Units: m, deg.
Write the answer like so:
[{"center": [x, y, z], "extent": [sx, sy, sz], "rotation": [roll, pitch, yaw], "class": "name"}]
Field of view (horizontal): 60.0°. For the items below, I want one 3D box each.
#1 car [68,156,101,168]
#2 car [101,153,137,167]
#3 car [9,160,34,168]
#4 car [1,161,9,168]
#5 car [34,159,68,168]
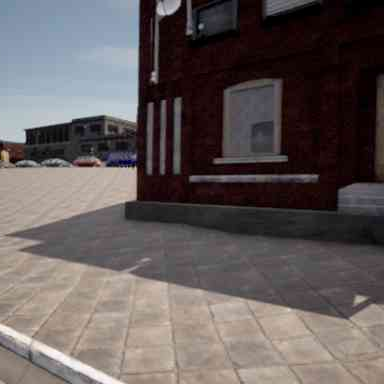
[{"center": [-12.172, -3.452, 40.200], "extent": [4.553, 1.767, 2.185], "rotation": [2, 1, 26], "class": "car"}, {"center": [-7.072, -3.419, 37.860], "extent": [5.566, 2.045, 2.435], "rotation": [2, 1, 25], "class": "car"}, {"center": [-22.085, -3.538, 45.101], "extent": [4.674, 1.452, 2.002], "rotation": [1, 1, 28], "class": "car"}, {"center": [-26.948, -3.663, 47.708], "extent": [4.792, 1.488, 2.163], "rotation": [1, 1, 29], "class": "car"}, {"center": [-17.253, -3.462, 42.642], "extent": [4.892, 1.521, 2.231], "rotation": [1, 1, 27], "class": "car"}]
